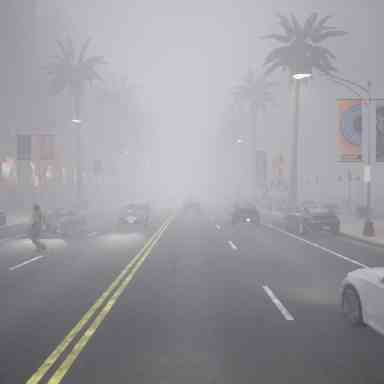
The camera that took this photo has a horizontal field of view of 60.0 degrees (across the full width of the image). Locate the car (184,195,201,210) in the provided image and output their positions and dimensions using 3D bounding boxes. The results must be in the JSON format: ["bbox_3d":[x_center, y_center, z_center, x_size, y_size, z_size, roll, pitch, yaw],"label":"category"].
[{"bbox_3d":[-0.014,1.352,44.309,2.097,1.767,4.553,0,0,-1],"label":"car"}]

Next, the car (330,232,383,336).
[{"bbox_3d":[3.545,1.525,4.006,1.812,1.442,4.674,0,0,0],"label":"car"}]

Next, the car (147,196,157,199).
[{"bbox_3d":[-7.157,1.504,58.851,1.837,1.490,4.892,0,0,1],"label":"car"}]

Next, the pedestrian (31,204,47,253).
[{"bbox_3d":[-5.618,1.294,12.165,0.375,1.860,0.375,0,0,0],"label":"pedestrian"}]

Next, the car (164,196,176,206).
[{"bbox_3d":[-3.682,1.491,56.738,2.128,1.511,4.902,0,0,1],"label":"car"}]

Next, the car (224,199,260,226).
[{"bbox_3d":[3.538,1.505,23.409,1.837,1.490,4.892,0,0,0],"label":"car"}]

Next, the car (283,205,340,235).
[{"bbox_3d":[6.538,1.481,18.604,2.231,1.521,4.892,0,0,0],"label":"car"}]

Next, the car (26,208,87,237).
[{"bbox_3d":[-7.147,1.564,17.943,1.994,1.385,4.181,0,0,0],"label":"car"}]

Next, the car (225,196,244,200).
[{"bbox_3d":[6.470,1.354,47.979,2.185,1.767,4.553,0,0,0],"label":"car"}]

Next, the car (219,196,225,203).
[{"bbox_3d":[6.719,1.513,69.909,2.161,1.482,4.786,0,0,0],"label":"car"}]

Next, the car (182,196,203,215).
[{"bbox_3d":[0.007,1.505,34.311,1.837,1.490,4.892,0,0,0],"label":"car"}]

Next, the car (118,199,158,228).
[{"bbox_3d":[-3.659,1.491,22.326,2.128,1.511,4.902,0,0,0],"label":"car"}]
